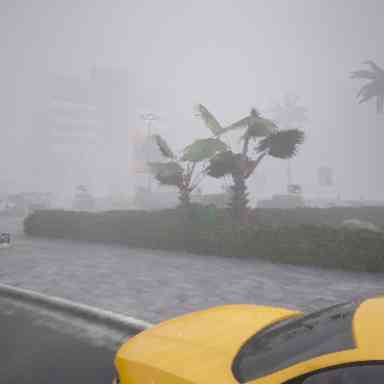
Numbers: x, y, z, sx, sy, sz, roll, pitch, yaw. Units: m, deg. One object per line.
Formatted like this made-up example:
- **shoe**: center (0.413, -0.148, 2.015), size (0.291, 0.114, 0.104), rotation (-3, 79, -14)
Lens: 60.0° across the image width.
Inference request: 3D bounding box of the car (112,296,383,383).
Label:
- **car**: center (1.558, 1.490, 2.133), size (5.008, 1.535, 1.882), rotation (0, 0, 37)
